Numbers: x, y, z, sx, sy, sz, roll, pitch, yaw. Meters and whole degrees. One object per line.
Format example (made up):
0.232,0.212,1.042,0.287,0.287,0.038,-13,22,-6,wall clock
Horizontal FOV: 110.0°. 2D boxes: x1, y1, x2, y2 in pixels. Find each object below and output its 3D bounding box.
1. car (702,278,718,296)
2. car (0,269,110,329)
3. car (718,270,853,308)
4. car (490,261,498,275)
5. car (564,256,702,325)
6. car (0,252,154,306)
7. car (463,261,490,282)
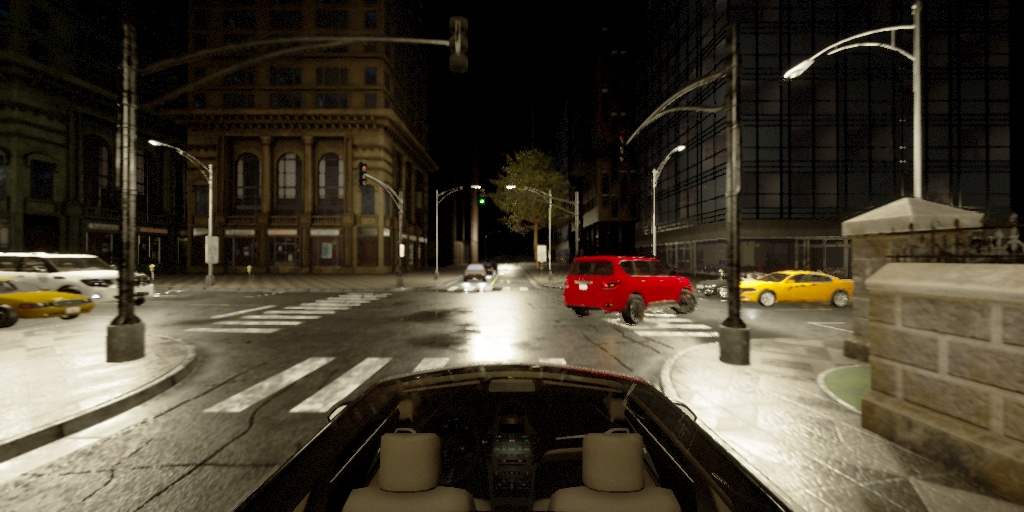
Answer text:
11.920,1.487,18.622,4.403,1.370,2.007,0,0,0,car
-14.941,1.199,10.249,4.829,1.417,1.751,0,0,0,car
12.361,1.400,15.962,5.008,1.535,1.882,0,0,0,car
-3.067,1.399,40.968,2.033,1.411,5.357,0,0,0,car
4.181,1.059,12.447,5.566,2.045,2.150,1,-2,-40,car
-16.372,0.899,12.928,5.566,2.045,2.150,1,0,1,car
-3.123,1.403,30.934,2.033,1.411,5.357,0,0,-4,car
